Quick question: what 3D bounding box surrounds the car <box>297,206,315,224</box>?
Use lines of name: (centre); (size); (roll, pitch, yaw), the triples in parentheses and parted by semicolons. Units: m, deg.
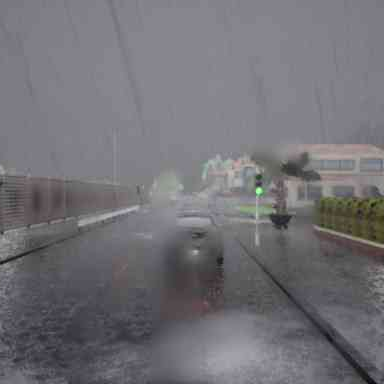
car: (9.990, 1.627, 24.590); (4.181, 1.385, 1.994); (0, 0, 1)

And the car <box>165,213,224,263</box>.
car: (0.080, 1.536, 12.019); (1.837, 1.490, 4.892); (0, 0, 0)

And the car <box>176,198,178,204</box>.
car: (-4.023, 1.705, 70.862); (1.812, 1.442, 4.674); (0, 0, 0)

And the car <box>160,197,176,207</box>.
car: (-4.080, 1.703, 54.497); (1.994, 1.385, 4.181); (0, 0, 0)
